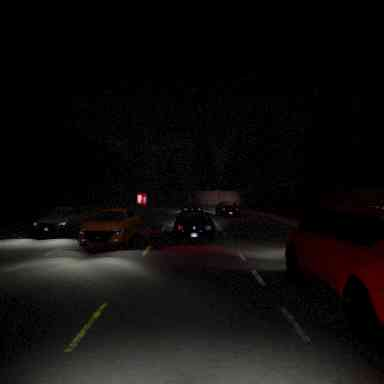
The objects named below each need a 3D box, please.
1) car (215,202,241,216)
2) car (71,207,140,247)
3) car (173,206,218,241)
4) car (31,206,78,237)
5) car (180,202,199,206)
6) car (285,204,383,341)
[{"bbox_3d":[3.374,1.631,32.616,1.895,1.301,4.718,0,0,-4],"label":"car"},{"bbox_3d":[-3.600,1.492,15.251,1.882,1.535,5.008,0,0,0],"label":"car"},{"bbox_3d":[0.099,1.616,16.910,1.895,1.301,4.718,0,0,0],"label":"car"},{"bbox_3d":[-7.083,1.542,18.473,1.812,1.442,4.674,0,0,0],"label":"car"},{"bbox_3d":[-0.201,1.631,32.608,1.895,1.301,4.718,0,0,-5],"label":"car"},{"bbox_3d":[3.584,1.230,6.651,2.150,2.045,5.566,0,0,0],"label":"car"}]
